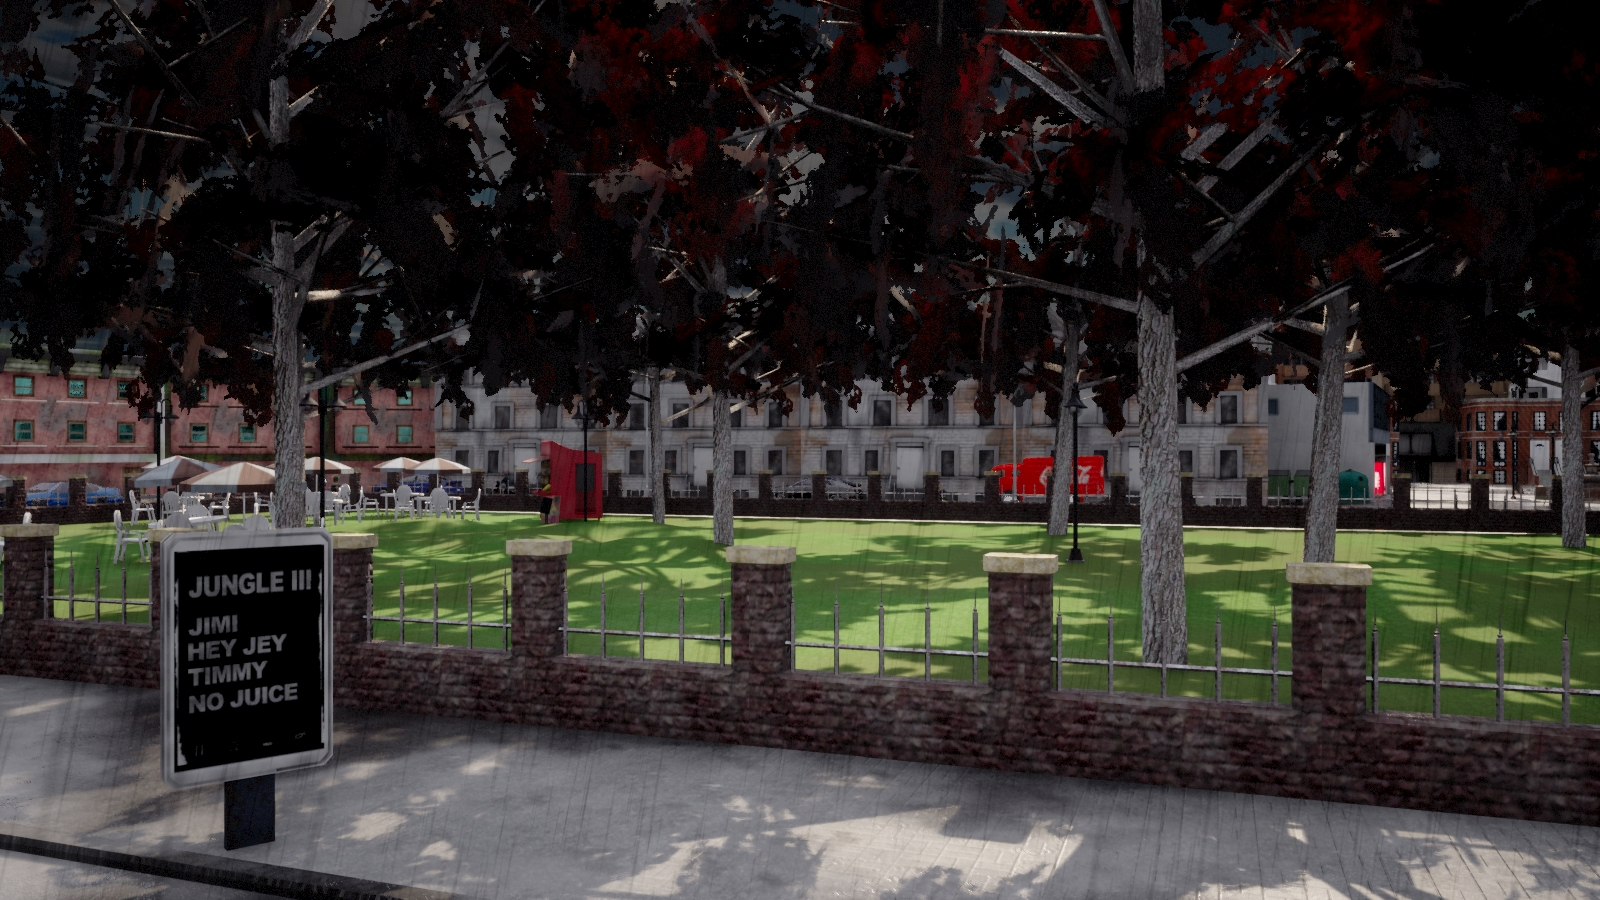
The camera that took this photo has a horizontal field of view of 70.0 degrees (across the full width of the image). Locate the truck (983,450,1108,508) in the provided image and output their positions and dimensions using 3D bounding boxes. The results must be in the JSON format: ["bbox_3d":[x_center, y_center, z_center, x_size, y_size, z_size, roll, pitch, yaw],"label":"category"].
[{"bbox_3d":[11.214,1.328,52.182,5.204,2.467,2.627,-2,-1,20],"label":"truck"}]

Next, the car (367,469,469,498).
[{"bbox_3d":[-21.254,1.832,63.651,5.006,1.535,2.097,0,0,13],"label":"car"}]

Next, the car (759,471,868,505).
[{"bbox_3d":[0.677,1.834,55.997,4.902,1.511,2.128,0,0,20],"label":"car"}]
